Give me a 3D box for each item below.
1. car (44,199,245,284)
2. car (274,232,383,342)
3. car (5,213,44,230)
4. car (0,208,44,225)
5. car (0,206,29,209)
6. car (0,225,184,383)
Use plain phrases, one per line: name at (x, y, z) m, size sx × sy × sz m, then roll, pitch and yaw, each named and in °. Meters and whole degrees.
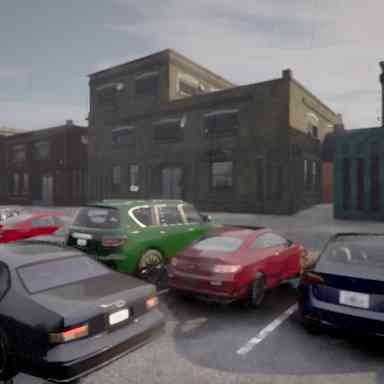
car at (-0.921, 1.233, 9.647) m, size 2.435 × 2.045 × 5.566 m, roll 0°, pitch 0°, yaw 35°
car at (3.569, 1.510, 6.445) m, size 2.163 × 1.488 × 4.792 m, roll 0°, pitch 0°, yaw 36°
car at (-3.200, 1.517, 11.202) m, size 2.163 × 1.488 × 4.792 m, roll 0°, pitch 0°, yaw 35°
car at (-5.430, 1.491, 12.821) m, size 2.097 × 1.535 × 5.008 m, roll 0°, pitch 0°, yaw 35°
car at (-7.690, 1.372, 14.401) m, size 2.185 × 1.767 × 4.553 m, roll 0°, pitch 0°, yaw 35°
car at (-2.921, 1.551, 5.462) m, size 5.357 × 1.411 × 2.033 m, roll 0°, pitch 0°, yaw 36°
